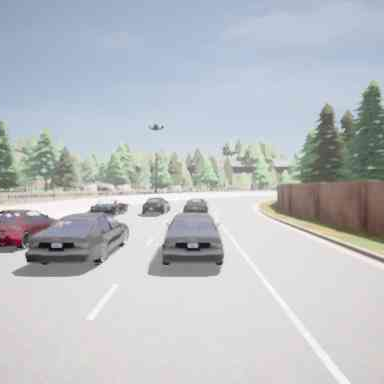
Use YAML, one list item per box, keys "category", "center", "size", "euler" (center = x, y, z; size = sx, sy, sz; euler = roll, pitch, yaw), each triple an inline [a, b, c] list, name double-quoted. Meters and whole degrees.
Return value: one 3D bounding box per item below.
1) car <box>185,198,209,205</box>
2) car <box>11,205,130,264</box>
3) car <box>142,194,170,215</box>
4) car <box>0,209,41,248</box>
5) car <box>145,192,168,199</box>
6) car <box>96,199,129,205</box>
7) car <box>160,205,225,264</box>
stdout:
- category: "car"
  center: [0.430, 1.192, 28.145]
  size: [1.994, 1.385, 4.181]
  euler: [0, 1, 5]
- category: "car"
  center: [-3.472, 1.399, 11.120]
  size: [2.033, 1.411, 5.357]
  euler: [0, 1, 1]
- category: "car"
  center: [-3.035, 1.145, 28.699]
  size: [1.812, 1.442, 4.674]
  euler: [0, 1, 5]
- category: "car"
  center: [-6.950, 1.385, 13.515]
  size: [1.994, 1.385, 4.181]
  euler: [0, 1, 1]
- category: "car"
  center: [-7.054, 0.657, 67.078]
  size: [2.033, 1.411, 5.357]
  euler: [0, 1, 25]
- category: "car"
  center: [-6.660, 1.237, 27.498]
  size: [1.895, 1.301, 4.718]
  euler: [0, 1, 5]
- category: "car"
  center: [0.030, 1.399, 11.119]
  size: [2.033, 1.411, 5.357]
  euler: [0, 1, 0]
